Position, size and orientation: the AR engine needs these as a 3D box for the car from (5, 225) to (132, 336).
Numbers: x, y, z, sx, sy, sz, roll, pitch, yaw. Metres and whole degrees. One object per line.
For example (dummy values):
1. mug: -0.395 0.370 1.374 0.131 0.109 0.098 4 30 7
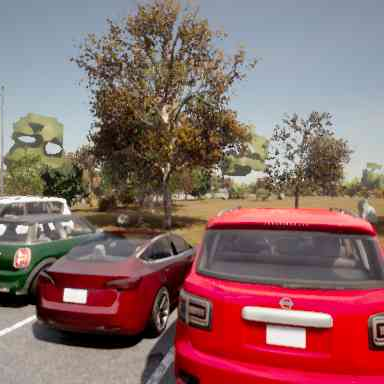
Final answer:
1. car: -1.013 1.501 6.851 2.163 1.488 4.792 0 -1 15

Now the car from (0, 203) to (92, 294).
1. car: -3.458 1.323 8.500 2.185 1.767 4.553 1 0 15

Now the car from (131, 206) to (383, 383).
1. car: 1.419 1.233 5.136 2.435 2.045 5.566 0 -1 15

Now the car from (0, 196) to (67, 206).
1. car: -5.893 1.166 10.198 2.435 2.045 5.566 1 0 15
